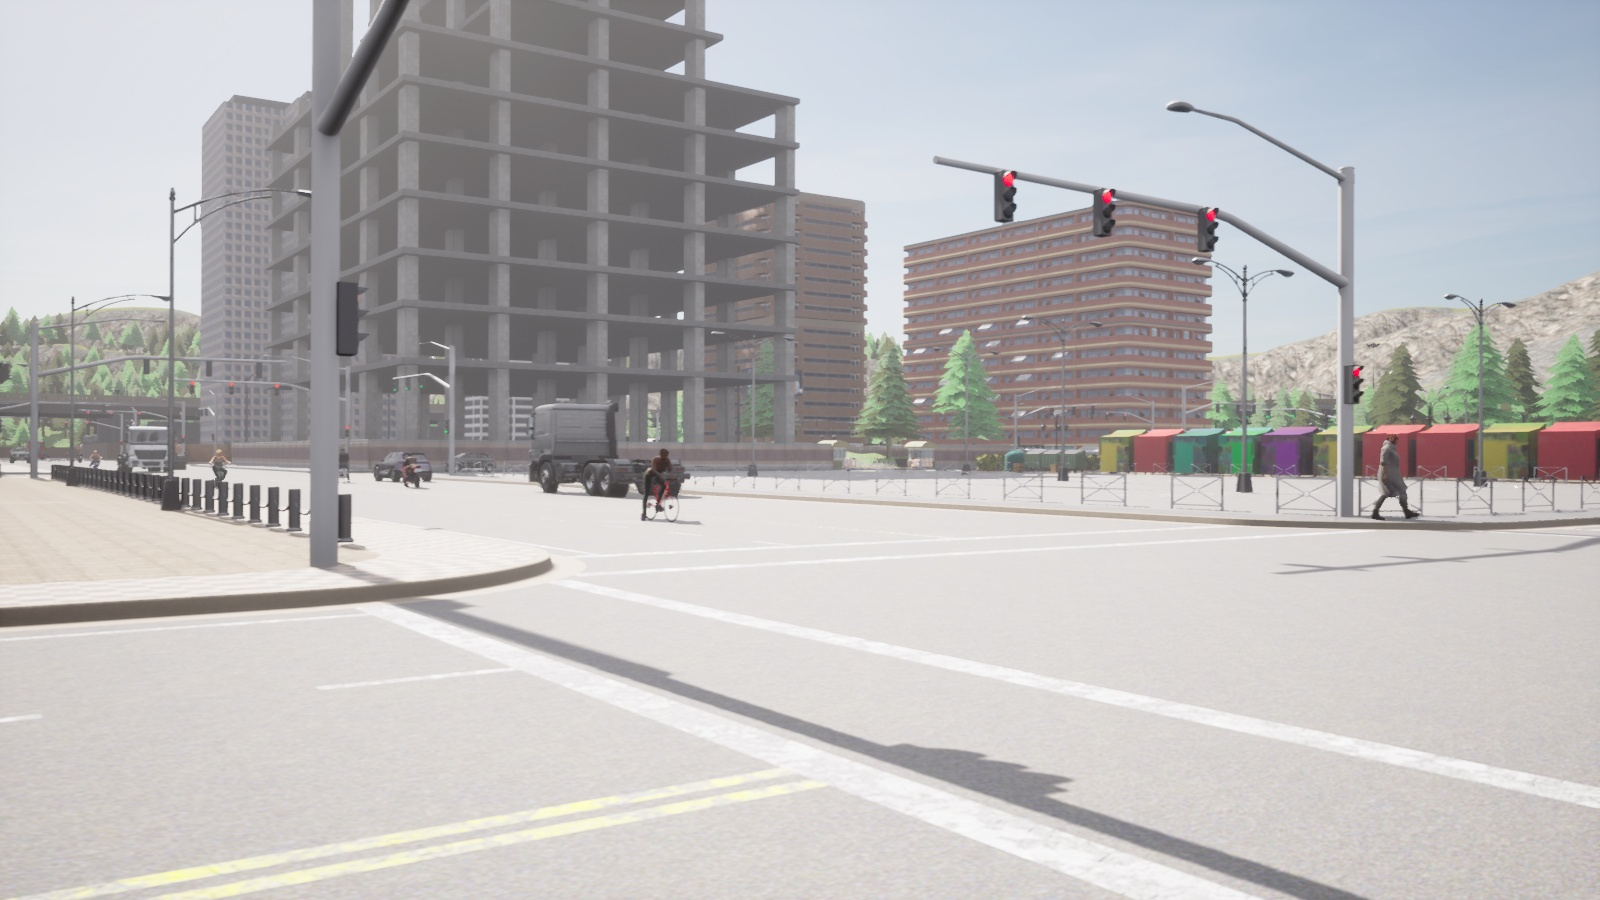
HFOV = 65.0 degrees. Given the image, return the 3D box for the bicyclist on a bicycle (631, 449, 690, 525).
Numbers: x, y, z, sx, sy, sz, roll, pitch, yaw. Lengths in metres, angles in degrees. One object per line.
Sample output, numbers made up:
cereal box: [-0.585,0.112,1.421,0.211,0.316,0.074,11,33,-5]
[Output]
bicyclist on a bicycle: [-3.107,0.798,27.829,0.582,1.620,1.656,0,0,-35]

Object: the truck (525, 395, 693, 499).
truck: [-7.145,-0.070,45.884,2.891,3.462,7.936,0,0,-35]

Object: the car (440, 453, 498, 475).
car: [-24.162,1.008,91.722,3.705,1.549,1.789,0,0,-35]

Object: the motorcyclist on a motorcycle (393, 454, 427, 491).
motorcyclist on a motorcycle: [-16.533,0.925,53.242,0.797,1.523,2.044,0,0,-35]

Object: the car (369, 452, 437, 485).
car: [-20.674,0.918,65.316,2.033,1.649,4.856,0,0,-35]

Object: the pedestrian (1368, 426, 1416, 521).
pedestrian: [12.402,0.490,26.312,0.873,1.952,0.659,0,0,22]
